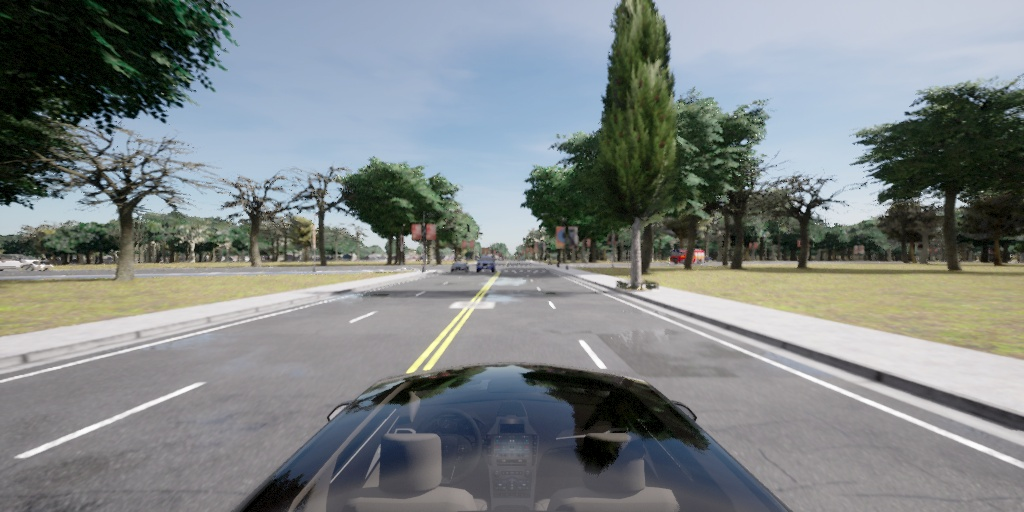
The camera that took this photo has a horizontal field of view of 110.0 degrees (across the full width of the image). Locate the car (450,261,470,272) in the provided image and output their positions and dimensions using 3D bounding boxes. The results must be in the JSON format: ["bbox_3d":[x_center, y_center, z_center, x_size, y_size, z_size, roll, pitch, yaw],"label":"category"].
[{"bbox_3d":[-6.503,1.354,45.364,1.994,1.385,4.181,0,0,0],"label":"car"}]

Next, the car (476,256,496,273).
[{"bbox_3d":[-3.251,0.999,45.522,2.150,2.045,5.566,0,0,0],"label":"car"}]
